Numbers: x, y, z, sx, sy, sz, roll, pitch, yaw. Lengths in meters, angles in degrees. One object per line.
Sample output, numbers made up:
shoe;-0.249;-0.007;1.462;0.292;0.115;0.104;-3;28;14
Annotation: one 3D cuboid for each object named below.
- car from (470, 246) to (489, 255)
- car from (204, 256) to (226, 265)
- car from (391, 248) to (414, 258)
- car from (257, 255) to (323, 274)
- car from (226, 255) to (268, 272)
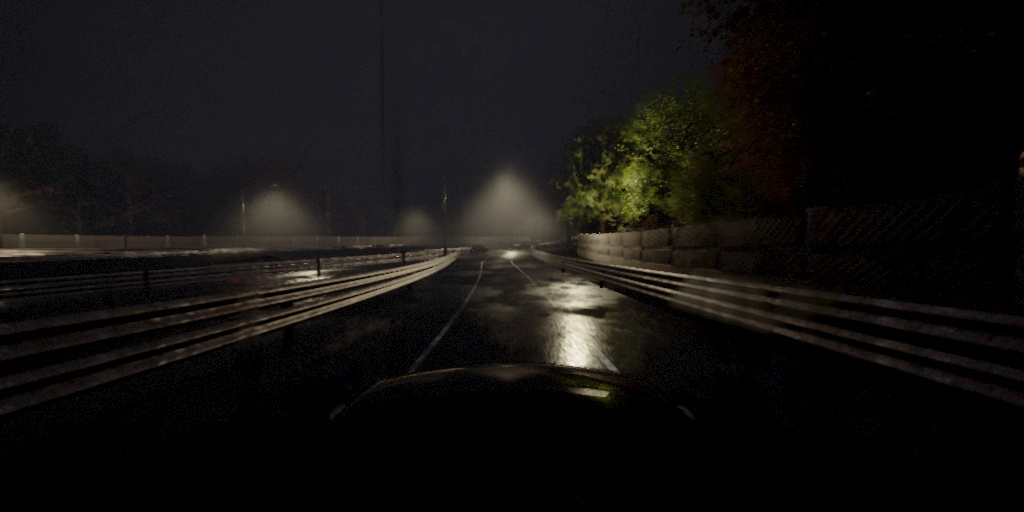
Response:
car;-5.689;-1.051;63.498;1.837;1.490;4.892;1;4;22
car;-25.349;0.630;33.343;2.033;1.411;5.357;1;3;22
car;-16.727;-0.518;54.907;1.994;1.385;4.181;1;3;22
car;-18.766;0.761;30.963;1.895;1.301;4.718;1;3;22
car;-22.065;0.630;32.125;1.837;1.490;4.892;1;3;22
